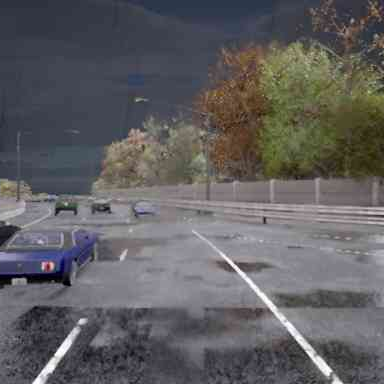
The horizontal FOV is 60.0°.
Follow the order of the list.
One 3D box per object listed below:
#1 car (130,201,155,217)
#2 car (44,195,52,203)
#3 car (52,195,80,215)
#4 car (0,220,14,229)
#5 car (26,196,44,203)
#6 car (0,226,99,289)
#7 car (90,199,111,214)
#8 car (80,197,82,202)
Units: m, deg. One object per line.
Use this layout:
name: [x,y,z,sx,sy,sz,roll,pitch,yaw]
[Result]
car: [-4.713,1.582,31.465,2.033,1.411,5.357,0,0,-16]
car: [-30.302,1.375,71.397,2.097,1.767,4.553,0,0,-43]
car: [-13.185,1.311,35.025,2.150,2.045,5.566,0,0,-19]
car: [-7.861,1.616,12.300,1.994,1.385,4.181,0,0,-6]
car: [-32.980,1.590,69.142,1.994,1.385,4.181,0,0,-43]
car: [-3.892,1.627,9.301,1.895,1.301,4.718,0,0,-6]
car: [-10.189,1.548,36.942,1.882,1.535,5.008,0,0,-19]
car: [-25.763,1.346,73.343,2.097,1.767,4.553,0,0,-28]
